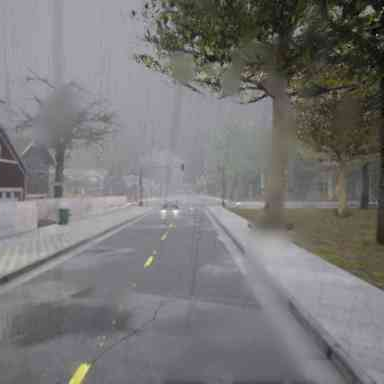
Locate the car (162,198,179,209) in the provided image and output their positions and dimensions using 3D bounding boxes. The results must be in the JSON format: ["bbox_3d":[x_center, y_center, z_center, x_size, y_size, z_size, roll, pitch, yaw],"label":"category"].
[{"bbox_3d":[-2.740,1.474,43.310,1.812,1.442,4.674,0,0,0],"label":"car"}]
